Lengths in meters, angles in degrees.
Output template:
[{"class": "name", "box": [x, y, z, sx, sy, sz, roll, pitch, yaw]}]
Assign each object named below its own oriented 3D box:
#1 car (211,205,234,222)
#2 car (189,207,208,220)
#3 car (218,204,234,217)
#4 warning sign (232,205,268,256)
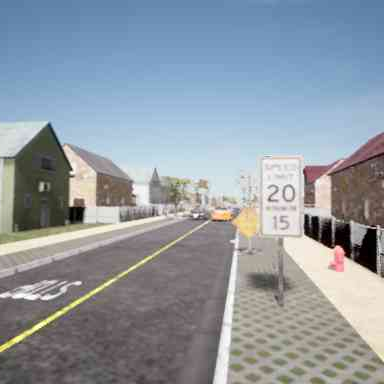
[{"class": "car", "box": [3.434, 2.368, 37.803, 2.097, 1.767, 4.553, 0, -1, 9]}, {"class": "car", "box": [0.814, 2.535, 39.445, 2.128, 1.511, 4.902, 0, -2, 9]}, {"class": "car", "box": [5.009, 2.688, 48.699, 2.097, 1.767, 4.553, 0, -2, 8]}, {"class": "warning sign", "box": [2.227, 1.455, 12.895, 1.300, 1.860, 1.060, -1, -3, 8]}]
